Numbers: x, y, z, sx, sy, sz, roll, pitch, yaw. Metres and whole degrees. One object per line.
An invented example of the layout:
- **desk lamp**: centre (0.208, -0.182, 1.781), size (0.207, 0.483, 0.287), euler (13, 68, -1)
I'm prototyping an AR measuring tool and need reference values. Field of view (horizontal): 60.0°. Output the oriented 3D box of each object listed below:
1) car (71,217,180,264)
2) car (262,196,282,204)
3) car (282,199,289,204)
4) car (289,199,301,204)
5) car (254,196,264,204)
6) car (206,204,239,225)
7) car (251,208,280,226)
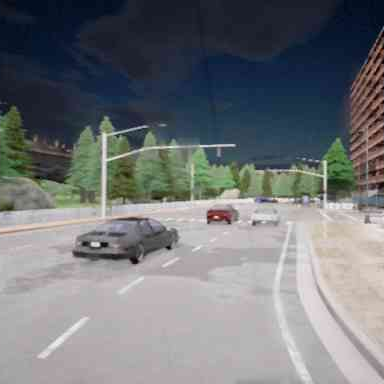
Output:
- **car**: centre (-2.133, 1.640, 12.348), size (2.033, 1.411, 5.357), euler (0, 0, 18)
- **car**: centre (21.936, 2.513, 91.397), size (2.033, 1.411, 5.357), euler (0, -1, 37)
- **car**: centre (25.969, 2.523, 90.842), size (1.812, 1.442, 4.674), euler (0, -1, 40)
- **car**: centre (28.655, 2.525, 88.599), size (2.128, 1.511, 4.902), euler (0, -1, 40)
- **car**: centre (19.267, 2.201, 93.659), size (2.150, 2.045, 5.566), euler (0, -1, 37)
- **car**: centre (2.570, 1.737, 27.105), size (1.882, 1.535, 5.008), euler (0, 0, 18)
- **car**: centre (5.786, 1.872, 25.690), size (1.895, 1.301, 4.718), euler (0, 0, 18)
